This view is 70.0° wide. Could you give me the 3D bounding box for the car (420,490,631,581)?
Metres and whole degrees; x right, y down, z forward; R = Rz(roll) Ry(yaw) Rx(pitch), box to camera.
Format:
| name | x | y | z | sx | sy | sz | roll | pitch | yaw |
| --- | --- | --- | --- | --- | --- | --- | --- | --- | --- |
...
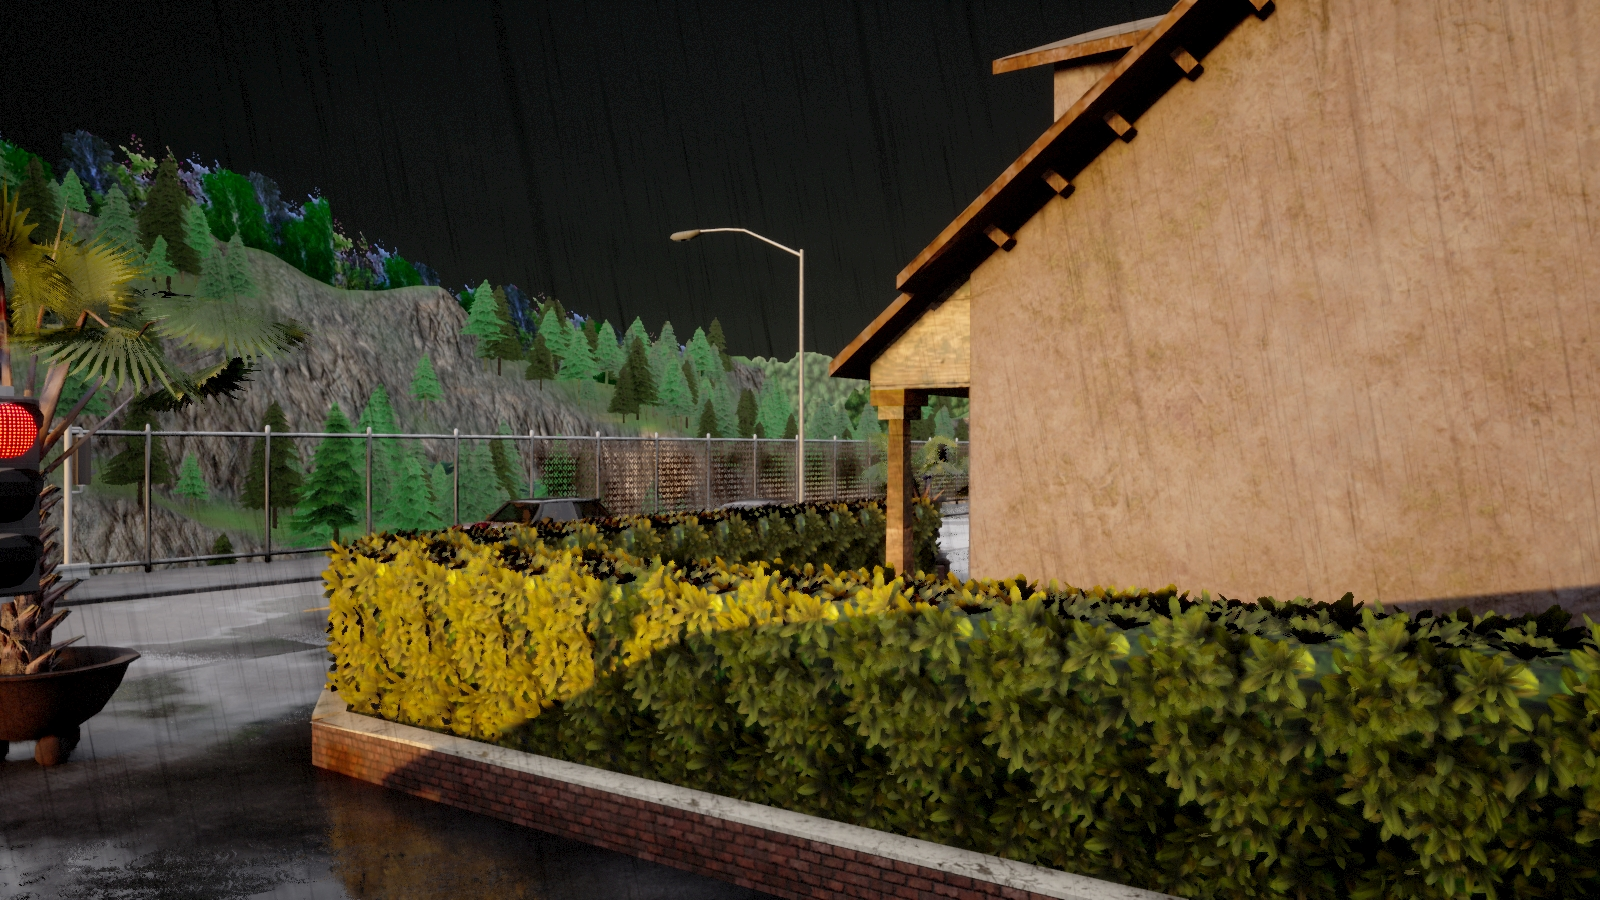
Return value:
| name | x | y | z | sx | sy | sz | roll | pitch | yaw |
| --- | --- | --- | --- | --- | --- | --- | --- | --- | --- |
| car | -6.312 | 1.906 | 26.765 | 2.097 | 1.767 | 4.553 | 0 | 0 | 35 |
